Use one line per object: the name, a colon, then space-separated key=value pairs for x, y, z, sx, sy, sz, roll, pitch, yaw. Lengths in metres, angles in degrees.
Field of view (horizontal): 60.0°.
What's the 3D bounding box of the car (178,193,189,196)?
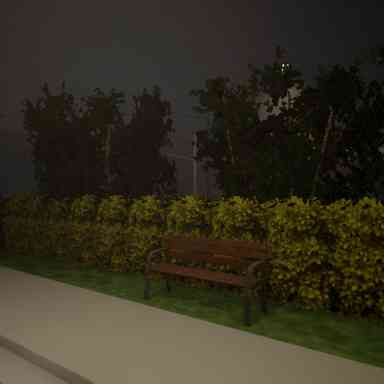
car: x=-1.932 y=0.983 z=59.059 sx=1.837 sy=1.490 sz=4.892 roll=0 pitch=2 yaw=35
